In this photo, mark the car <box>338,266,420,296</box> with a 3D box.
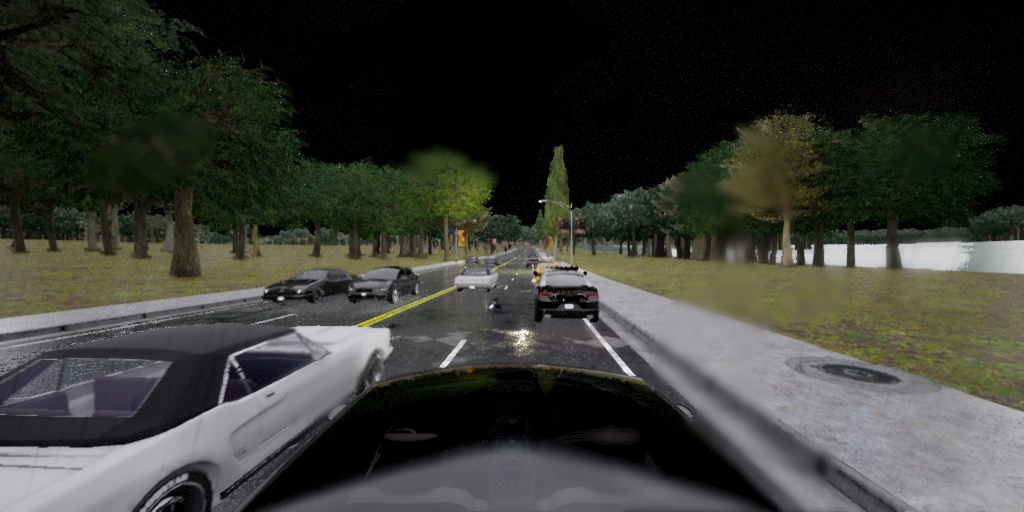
[{"bbox_3d":[-5.653,1.239,16.419,1.837,1.490,4.892,0,0,3],"label":"car"}]

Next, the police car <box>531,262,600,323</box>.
[{"bbox_3d":[1.700,1.164,12.317,1.930,1.638,5.238,0,0,3],"label":"police car"}]

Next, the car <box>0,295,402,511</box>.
[{"bbox_3d":[-2.931,1.350,3.621,1.895,1.301,4.718,0,0,3],"label":"car"}]

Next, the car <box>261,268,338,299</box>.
[{"bbox_3d":[-8.896,1.282,16.669,2.033,1.411,5.357,0,0,3],"label":"car"}]

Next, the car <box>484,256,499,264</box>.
[{"bbox_3d":[-3.289,0.738,57.380,1.812,1.442,4.674,0,1,3],"label":"car"}]

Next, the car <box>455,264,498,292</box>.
[{"bbox_3d":[-1.939,1.322,20.921,1.895,1.301,4.718,0,0,3],"label":"car"}]

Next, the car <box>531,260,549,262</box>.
[{"bbox_3d":[2.266,1.193,22.188,1.882,1.535,5.008,0,0,3],"label":"car"}]

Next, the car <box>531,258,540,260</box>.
[{"bbox_3d":[2.609,1.151,28.175,1.882,1.535,5.008,0,1,3],"label":"car"}]

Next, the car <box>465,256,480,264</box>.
[{"bbox_3d":[-6.455,0.715,58.818,1.812,1.442,4.674,0,1,4],"label":"car"}]

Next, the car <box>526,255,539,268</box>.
[{"bbox_3d":[2.835,0.862,48.917,1.837,1.490,4.892,0,1,4],"label":"car"}]
